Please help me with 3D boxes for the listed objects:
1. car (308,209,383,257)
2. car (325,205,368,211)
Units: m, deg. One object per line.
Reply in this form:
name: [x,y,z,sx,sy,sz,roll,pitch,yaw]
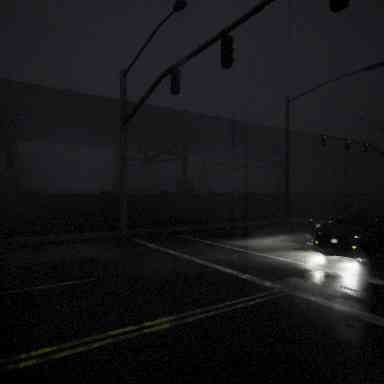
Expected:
car: [6.707,1.564,13.043,4.181,1.385,1.994,0,0,-35]
car: [8.539,1.491,18.635,4.902,1.511,2.128,0,0,-35]
